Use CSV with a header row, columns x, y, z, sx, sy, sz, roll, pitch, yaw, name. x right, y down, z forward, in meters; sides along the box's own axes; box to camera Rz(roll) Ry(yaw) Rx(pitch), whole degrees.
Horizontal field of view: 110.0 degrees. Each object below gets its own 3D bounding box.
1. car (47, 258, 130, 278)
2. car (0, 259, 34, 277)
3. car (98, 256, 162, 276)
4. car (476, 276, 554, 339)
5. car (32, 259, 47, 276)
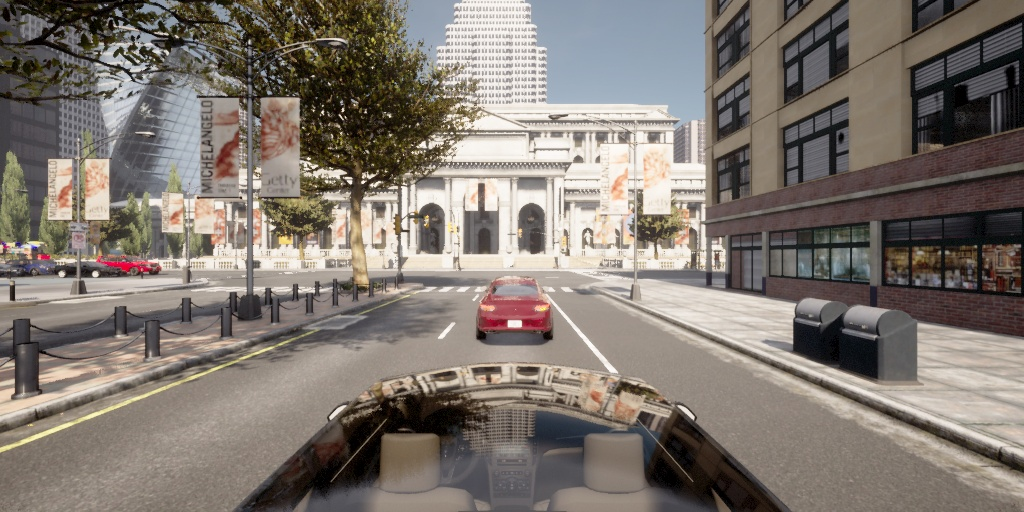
x,y,z,sx,sy,sz,roll,pitch,yaw,name
-39.331,1.228,33.392,5.008,1.535,1.882,0,0,0,car
-48.334,1.276,33.358,4.674,1.442,1.812,0,0,-1,car
-39.522,0.971,36.894,5.566,2.045,2.150,0,0,0,car
0.076,1.276,9.924,1.812,1.442,4.674,0,0,0,car
-49.141,1.102,36.831,4.553,1.767,2.097,0,0,-1,car
